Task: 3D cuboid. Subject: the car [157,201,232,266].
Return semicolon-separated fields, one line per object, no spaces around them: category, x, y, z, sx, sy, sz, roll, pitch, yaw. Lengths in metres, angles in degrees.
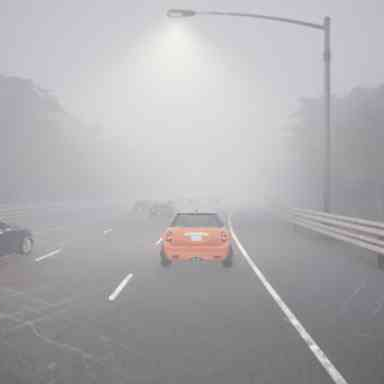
car;0.185;1.353;11.675;2.097;1.767;4.553;0;0;2

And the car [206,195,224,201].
car;4.188;1.342;60.138;2.097;1.767;4.553;0;0;8

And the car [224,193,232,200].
car;8.805;1.512;87.354;1.895;1.301;4.718;0;0;12

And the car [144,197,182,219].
car;-2.433;1.490;29.083;2.128;1.511;4.902;0;0;4

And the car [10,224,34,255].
car;-6.800;1.491;10.319;1.837;1.490;4.892;0;0;2

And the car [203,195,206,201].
car;3.443;1.489;77.934;1.994;1.385;4.181;0;0;10

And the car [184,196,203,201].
car;0.379;1.494;57.557;1.837;1.490;4.892;0;0;8

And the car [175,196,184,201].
car;-2.393;1.465;63.137;1.837;1.490;4.892;0;0;8

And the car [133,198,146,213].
car;-5.311;1.497;37.658;1.837;1.490;4.892;0;0;5

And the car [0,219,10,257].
car;-3.458;1.215;1.477;2.150;2.045;5.566;0;0;1
